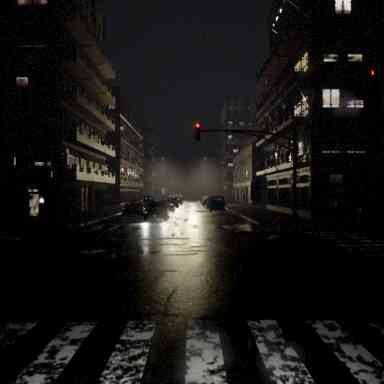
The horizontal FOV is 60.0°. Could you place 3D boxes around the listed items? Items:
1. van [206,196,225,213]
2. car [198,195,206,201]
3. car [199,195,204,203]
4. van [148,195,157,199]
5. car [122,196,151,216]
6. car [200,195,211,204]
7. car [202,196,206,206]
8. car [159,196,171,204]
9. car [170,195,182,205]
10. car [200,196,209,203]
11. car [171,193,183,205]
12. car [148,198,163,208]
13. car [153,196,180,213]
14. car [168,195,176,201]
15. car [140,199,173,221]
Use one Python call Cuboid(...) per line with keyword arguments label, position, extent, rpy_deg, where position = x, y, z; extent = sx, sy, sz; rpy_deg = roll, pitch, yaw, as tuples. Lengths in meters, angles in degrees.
Cuboid(label="van", position=(2.730, 1.331, 36.847), extent=(1.690, 1.788, 3.998), rpy_deg=(0, 0, 0))
Cuboid(label="car", position=(2.648, 1.526, 87.702), extent=(1.947, 1.339, 4.313), rpy_deg=(0, 0, 0))
Cuboid(label="car", position=(2.619, 1.549, 54.213), extent=(1.947, 1.339, 4.313), rpy_deg=(0, 0, 0))
Cuboid(label="van", position=(-5.369, 1.329, 43.059), extent=(1.690, 1.788, 3.998), rpy_deg=(0, 0, 0))
Cuboid(label="car", position=(-5.414, 1.432, 31.895), extent=(1.967, 1.590, 4.097), rpy_deg=(0, 0, 0))
Cuboid(label="car", position=(2.627, 1.418, 65.376), extent=(1.967, 1.590, 4.097), rpy_deg=(0, 0, 0))
Cuboid(label="car", position=(2.701, 1.532, 43.051), extent=(1.887, 1.381, 4.507), rpy_deg=(0, 0, 0))
Cuboid(label="car", position=(-5.253, 1.523, 65.383), extent=(1.887, 1.381, 4.507), rpy_deg=(0, 0, 0))
Cuboid(label="car", position=(-2.795, 1.512, 46.922), extent=(1.812, 1.442, 4.674), rpy_deg=(0, 0, 0))
Cuboid(label="car", position=(2.632, 1.519, 70.957), extent=(1.887, 1.381, 4.507), rpy_deg=(0, 0, 0))
Cuboid(label="car", position=(-2.747, 1.204, 57.566), extent=(2.150, 2.045, 5.566), rpy_deg=(0, 0, 1))
Cuboid(label="car", position=(-5.317, 1.567, 48.640), extent=(1.802, 1.307, 4.206), rpy_deg=(0, 0, 0))
Cuboid(label="car", position=(-2.814, 1.537, 37.010), extent=(2.033, 1.411, 5.357), rpy_deg=(0, 0, 0))
Cuboid(label="car", position=(-5.233, 1.511, 87.709), extent=(2.008, 1.369, 4.403), rpy_deg=(0, 0, 0))
Cuboid(label="car", position=(-2.808, 1.519, 27.100), extent=(1.812, 1.442, 4.674), rpy_deg=(0, 0, -1))
